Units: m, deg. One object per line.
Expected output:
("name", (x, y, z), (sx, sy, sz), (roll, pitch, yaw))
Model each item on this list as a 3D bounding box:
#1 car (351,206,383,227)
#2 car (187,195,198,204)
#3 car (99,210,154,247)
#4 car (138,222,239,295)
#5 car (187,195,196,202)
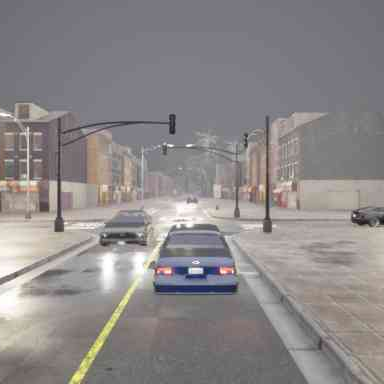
("car", (12.325, 1.522, 20.981), (4.313, 1.339, 1.947), (0, 0, 0))
("car", (0.021, 1.408, 65.567), (2.097, 1.767, 4.553), (0, 0, 0))
("car", (-2.750, 1.550, 15.297), (2.033, 1.411, 5.357), (0, 0, -2))
("car", (0.069, 1.549, 8.848), (2.033, 1.411, 5.357), (0, 0, 0))
("car", (-0.093, 1.550, 75.782), (1.882, 1.535, 5.008), (0, 0, 0))
